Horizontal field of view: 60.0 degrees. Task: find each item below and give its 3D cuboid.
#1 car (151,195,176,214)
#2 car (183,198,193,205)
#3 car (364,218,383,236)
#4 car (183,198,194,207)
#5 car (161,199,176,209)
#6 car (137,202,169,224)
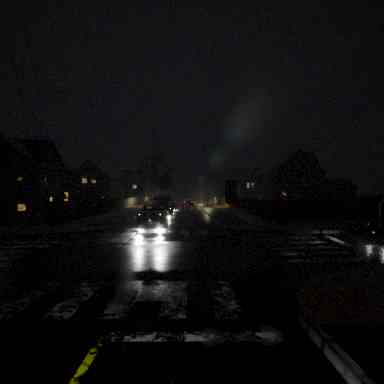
[{"bbox_3d":[-3.172,1.293,36.596,2.150,2.045,5.566,0,-1,-1],"label":"car"},{"bbox_3d":[-0.820,1.873,66.900,1.895,1.301,4.718,0,0,-2],"label":"car"},{"bbox_3d":[10.560,1.325,14.484,5.357,1.411,2.033,-1,2,0],"label":"car"},{"bbox_3d":[-0.643,1.789,56.872,1.895,1.301,4.718,0,0,-1],"label":"car"},{"bbox_3d":[-3.348,1.731,48.419,1.895,1.301,4.718,0,0,-1],"label":"car"},{"bbox_3d":[-2.971,1.633,25.007,1.895,1.301,4.718,0,0,-2],"label":"car"}]
